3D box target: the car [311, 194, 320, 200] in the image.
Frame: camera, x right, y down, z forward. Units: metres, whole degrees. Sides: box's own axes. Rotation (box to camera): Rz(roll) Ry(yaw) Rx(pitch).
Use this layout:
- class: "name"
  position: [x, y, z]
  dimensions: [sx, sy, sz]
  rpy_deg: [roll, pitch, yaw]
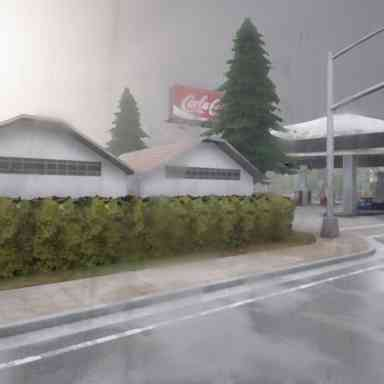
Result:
- class: "car"
  position: [32.589, 1.357, 89.286]
  dimensions: [2.152, 1.636, 5.027]
  rpy_deg: [0, 0, -36]

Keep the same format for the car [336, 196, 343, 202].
- class: "car"
  position: [34.513, 1.564, 74.721]
  dimensions: [5.357, 1.411, 2.033]
  rpy_deg: [0, 0, -36]

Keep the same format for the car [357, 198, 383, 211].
- class: "car"
  position: [21.512, 1.494, 39.794]
  dimensions: [4.611, 1.667, 2.242]
  rpy_deg: [0, 0, -36]
